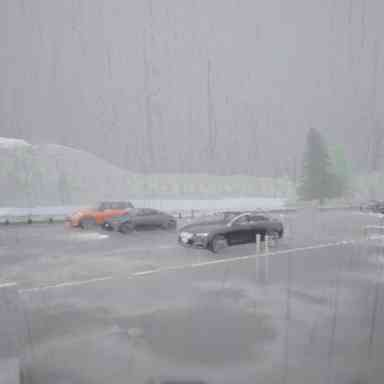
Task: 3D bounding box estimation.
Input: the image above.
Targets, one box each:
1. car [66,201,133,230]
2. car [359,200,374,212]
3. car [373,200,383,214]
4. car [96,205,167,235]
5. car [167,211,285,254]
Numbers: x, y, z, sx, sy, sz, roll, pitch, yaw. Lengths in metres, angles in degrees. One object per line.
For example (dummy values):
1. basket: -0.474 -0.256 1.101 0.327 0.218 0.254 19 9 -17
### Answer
1. car: -5.657 1.392 21.404 4.553 1.767 2.097 0 0 -35
2. car: 22.965 1.722 41.821 4.902 1.511 2.128 0 0 -35
3. car: 23.232 1.766 37.733 5.357 1.411 2.033 0 0 -35
4. car: -2.944 1.611 19.034 4.181 1.385 1.994 1 0 -35
5. car: 1.733 1.542 13.762 4.902 1.511 2.128 0 0 -35
